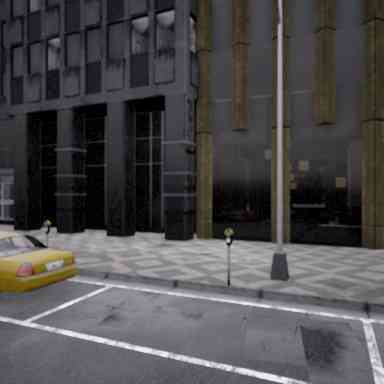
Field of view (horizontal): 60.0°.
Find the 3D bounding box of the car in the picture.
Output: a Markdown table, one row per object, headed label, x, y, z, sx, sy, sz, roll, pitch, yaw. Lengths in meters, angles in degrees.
| label | x | y | z | sx | sy | sz | roll | pitch | yaw |
| --- | --- | --- | --- | --- | --- | --- | --- | --- | --- |
| car | -5.044 | 1.520 | 7.993 | 4.829 | 1.417 | 1.752 | 0 | 0 | 23 |
